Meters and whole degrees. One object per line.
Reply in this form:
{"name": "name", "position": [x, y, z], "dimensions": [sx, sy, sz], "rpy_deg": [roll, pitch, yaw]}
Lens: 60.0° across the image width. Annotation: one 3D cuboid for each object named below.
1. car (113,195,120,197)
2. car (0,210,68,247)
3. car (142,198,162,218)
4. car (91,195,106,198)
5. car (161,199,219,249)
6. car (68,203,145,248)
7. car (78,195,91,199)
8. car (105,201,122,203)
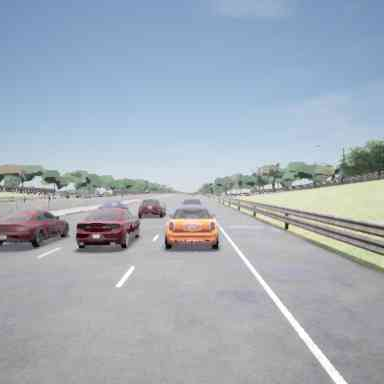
{"name": "car", "position": [-17.256, 1.400, 75.891], "dimensions": [1.895, 1.301, 4.718], "rpy_deg": [0, 0, 0]}
{"name": "car", "position": [-6.999, 1.514, 14.648], "dimensions": [1.812, 1.442, 4.674], "rpy_deg": [0, 0, 0]}
{"name": "car", "position": [-3.467, 1.311, 29.593], "dimensions": [2.097, 1.767, 4.553], "rpy_deg": [0, 0, 0]}
{"name": "car", "position": [-20.756, 1.400, 75.908], "dimensions": [1.895, 1.301, 4.718], "rpy_deg": [0, 0, 0]}
{"name": "car", "position": [0.001, 1.347, 14.614], "dimensions": [2.097, 1.767, 4.553], "rpy_deg": [0, 0, 0]}
{"name": "car", "position": [-3.499, 1.466, 14.646], "dimensions": [1.882, 1.535, 5.008], "rpy_deg": [0, 0, 0]}
{"name": "car", "position": [-24.256, 1.345, 75.954], "dimensions": [2.033, 1.411, 5.357], "rpy_deg": [0, 0, 0]}
{"name": "car", "position": [-6.967, 1.509, 29.636], "dimensions": [2.033, 1.411, 5.357], "rpy_deg": [0, 0, 0]}
